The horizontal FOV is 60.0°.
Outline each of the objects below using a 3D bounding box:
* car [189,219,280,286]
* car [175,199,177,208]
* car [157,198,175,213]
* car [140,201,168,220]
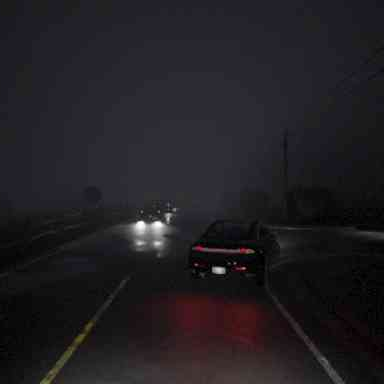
[{"bbox_3d":[1.406,1.545,9.711,2.128,1.511,4.902,0,0,19],"label":"car"},{"bbox_3d":[-3.440,1.739,53.755,1.882,1.535,5.008,0,0,0],"label":"car"},{"bbox_3d":[-3.494,1.547,40.101,2.097,1.767,4.553,0,0,0],"label":"car"},{"bbox_3d":[-3.523,1.749,30.367,1.895,1.301,4.718,0,0,0],"label":"car"}]
